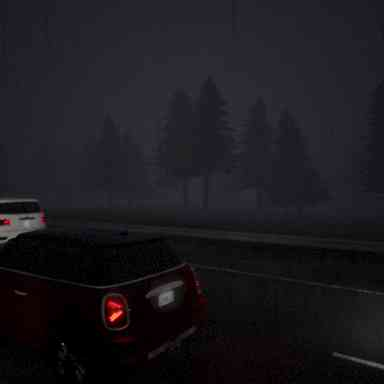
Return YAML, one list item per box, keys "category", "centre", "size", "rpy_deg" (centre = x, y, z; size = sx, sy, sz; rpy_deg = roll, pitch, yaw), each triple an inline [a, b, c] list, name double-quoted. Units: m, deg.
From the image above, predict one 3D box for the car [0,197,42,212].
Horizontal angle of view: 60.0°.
- category: "car"
  centre: [-8.352, 1.222, 13.686]
  size: [5.566, 2.045, 2.150]
  rpy_deg: [0, 0, 32]

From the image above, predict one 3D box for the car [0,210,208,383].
- category: "car"
  centre: [-2.076, 1.352, 5.375]
  size: [4.553, 1.767, 2.097]
  rpy_deg: [0, 0, 34]
